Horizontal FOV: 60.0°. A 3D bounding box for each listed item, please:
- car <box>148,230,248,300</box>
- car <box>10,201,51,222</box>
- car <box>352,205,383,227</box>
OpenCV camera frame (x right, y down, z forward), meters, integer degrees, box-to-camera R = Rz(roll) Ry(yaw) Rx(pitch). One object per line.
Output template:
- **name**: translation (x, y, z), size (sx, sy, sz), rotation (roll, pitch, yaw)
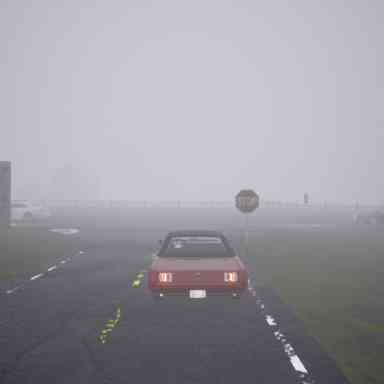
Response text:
- **car**: translation (0.074, 1.603, 8.386), size (1.895, 1.301, 4.718), rotation (0, 0, -1)
- **car**: translation (-12.764, 1.416, 24.170), size (4.674, 1.442, 1.812), rotation (1, -1, 0)
- **car**: translation (14.322, 1.718, 24.273), size (4.902, 1.511, 2.128), rotation (1, -1, 0)
